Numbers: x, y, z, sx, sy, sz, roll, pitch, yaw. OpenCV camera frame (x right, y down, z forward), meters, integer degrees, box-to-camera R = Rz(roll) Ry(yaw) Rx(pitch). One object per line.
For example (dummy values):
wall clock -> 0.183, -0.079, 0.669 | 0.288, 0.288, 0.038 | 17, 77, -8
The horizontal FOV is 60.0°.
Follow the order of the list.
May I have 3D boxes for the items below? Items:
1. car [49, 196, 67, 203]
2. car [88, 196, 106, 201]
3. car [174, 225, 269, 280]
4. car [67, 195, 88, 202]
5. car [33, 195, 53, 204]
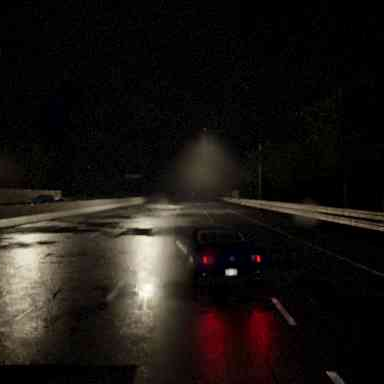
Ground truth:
car -> -24.803, 1.891, 63.680 | 2.033, 1.411, 5.357 | 0, 0, 0
car -> -17.816, 1.706, 63.808 | 2.097, 1.767, 4.553 | 0, 0, 0
car -> 0.578, 1.651, 10.172 | 1.895, 1.301, 4.718 | 0, 0, -10
car -> -21.307, 1.575, 63.692 | 2.150, 2.045, 5.566 | 0, 0, 0
car -> -28.302, 1.575, 63.616 | 2.150, 2.045, 5.566 | 0, 0, 0
